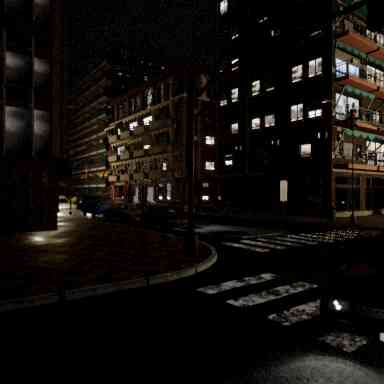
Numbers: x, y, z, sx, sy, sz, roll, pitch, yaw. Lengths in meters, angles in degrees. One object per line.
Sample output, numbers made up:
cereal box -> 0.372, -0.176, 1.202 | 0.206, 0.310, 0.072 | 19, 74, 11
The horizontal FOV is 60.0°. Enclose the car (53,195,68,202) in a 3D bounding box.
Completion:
car -> -27.954, 1.360, 70.697 | 1.967, 1.590, 4.097 | 0, 0, -36

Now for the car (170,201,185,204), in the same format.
car -> -2.868, 1.545, 25.854 | 1.895, 1.301, 4.718 | 0, 0, -36

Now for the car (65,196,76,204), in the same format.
car -> -21.445, 1.447, 61.636 | 1.752, 1.417, 4.829 | 0, 0, -36

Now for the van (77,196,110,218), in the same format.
van -> -8.323, 1.265, 29.010 | 1.690, 1.788, 3.998 | 0, 0, -36

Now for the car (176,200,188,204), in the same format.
car -> -1.618, 1.487, 34.037 | 1.752, 1.417, 4.829 | 0, 0, -36

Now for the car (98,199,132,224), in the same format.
car -> -4.920, 1.458, 24.272 | 1.752, 1.417, 4.829 | 0, 0, -36

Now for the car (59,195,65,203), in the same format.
car -> -24.402, 1.456, 61.292 | 2.033, 1.411, 5.357 | 0, 0, -35

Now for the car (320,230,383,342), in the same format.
car -> 3.984, 1.528, 6.676 | 2.033, 1.411, 5.357 | 0, 1, 30

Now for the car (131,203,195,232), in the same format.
car -> -1.716, 1.525, 19.811 | 1.802, 1.307, 4.206 | 0, 0, -36

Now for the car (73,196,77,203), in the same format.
car -> -11.802, 1.487, 38.329 | 1.994, 1.385, 4.181 | 0, 0, -34
